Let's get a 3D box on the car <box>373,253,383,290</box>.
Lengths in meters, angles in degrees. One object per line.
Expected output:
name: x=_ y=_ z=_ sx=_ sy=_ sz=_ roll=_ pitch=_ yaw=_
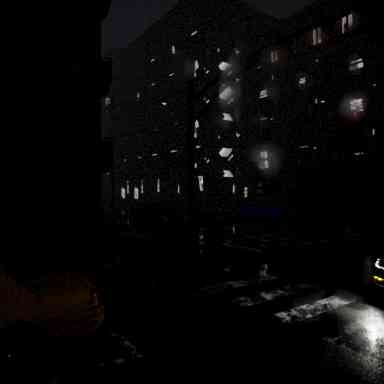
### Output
car: x=6.127 y=1.519 z=7.763 sx=4.892 sy=1.490 sz=1.837 roll=1 pitch=0 yaw=-36

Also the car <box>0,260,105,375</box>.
car: x=-3.569 y=1.525 z=4.019 sx=4.829 sy=1.417 sz=1.752 roll=0 pitch=0 yaw=-36

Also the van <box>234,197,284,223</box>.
van: x=4.914 y=1.282 z=24.933 sx=1.690 sy=1.788 sz=3.998 roll=0 pitch=0 yaw=-36

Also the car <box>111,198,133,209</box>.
car: x=-8.404 y=1.465 z=43.249 sx=1.887 sy=1.381 sz=4.507 roll=-1 pitch=0 yaw=-36

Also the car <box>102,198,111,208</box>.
car: x=-11.734 y=1.465 z=47.828 sx=1.887 sy=1.381 sz=4.507 roll=-1 pitch=0 yaw=-36

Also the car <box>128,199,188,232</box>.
car: x=-1.875 y=1.442 z=20.020 sx=1.967 sy=1.590 sz=4.097 roll=0 pitch=0 yaw=-36
